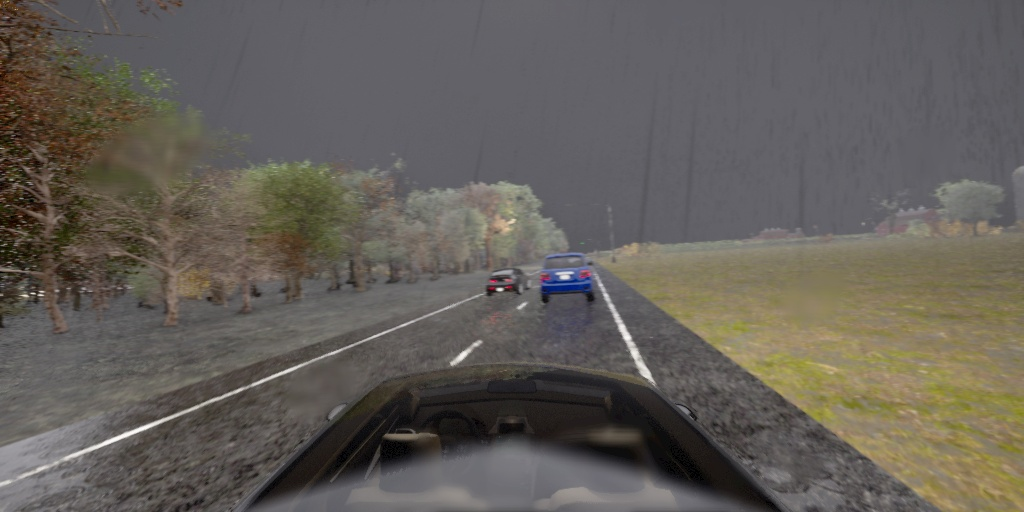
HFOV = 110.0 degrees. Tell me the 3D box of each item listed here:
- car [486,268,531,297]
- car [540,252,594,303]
[{"bbox_3d":[-0.142,1.413,20.535,1.837,1.490,4.892,-4,0,12],"label":"car"},{"bbox_3d":[2.608,0.894,16.663,2.150,2.045,5.566,-4,0,12],"label":"car"}]
